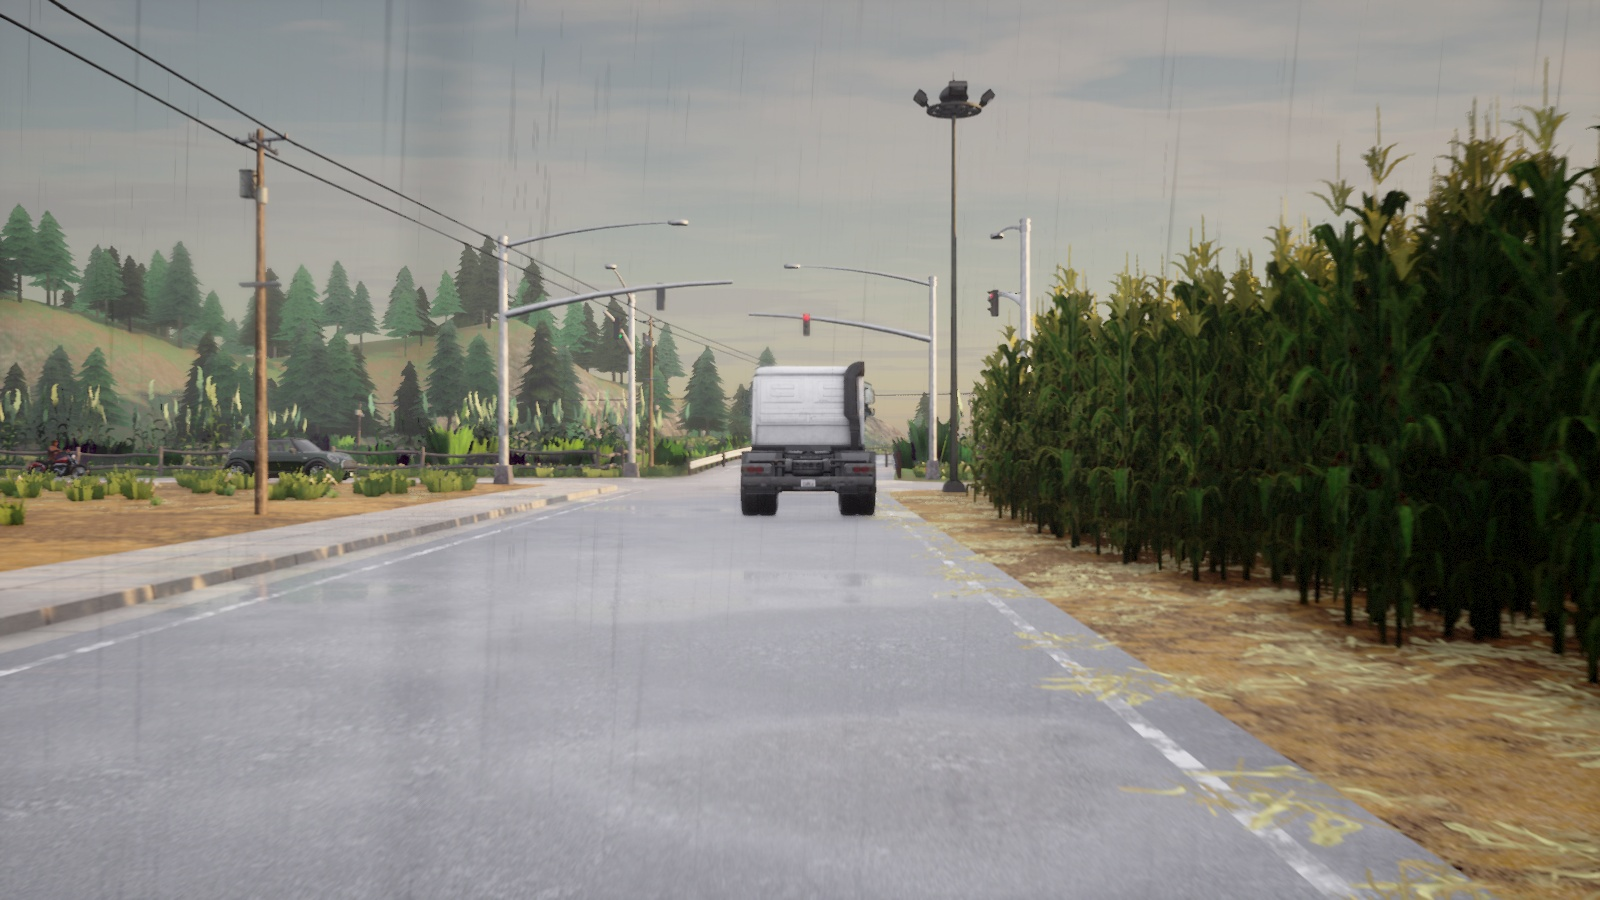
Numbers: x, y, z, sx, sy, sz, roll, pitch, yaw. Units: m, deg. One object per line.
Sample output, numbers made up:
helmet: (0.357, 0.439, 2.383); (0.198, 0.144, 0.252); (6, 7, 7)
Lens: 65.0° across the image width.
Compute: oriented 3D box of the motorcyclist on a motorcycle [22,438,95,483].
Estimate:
motorcyclist on a motorcycle: (-27.752, 0.375, 47.020); (2.350, 1.649, 0.766); (0, 0, 3)

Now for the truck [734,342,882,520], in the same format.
truck: (0.187, -0.396, 28.440); (2.891, 3.462, 7.936); (0, 0, 0)

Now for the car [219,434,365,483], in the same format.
car: (-18.775, 0.293, 46.504); (4.553, 1.767, 2.097); (0, 0, 3)
